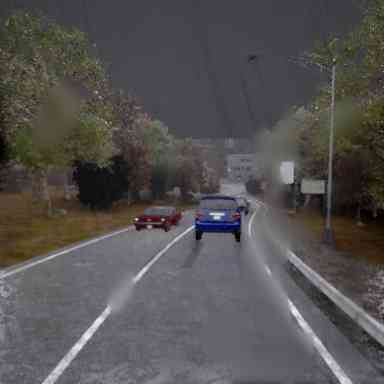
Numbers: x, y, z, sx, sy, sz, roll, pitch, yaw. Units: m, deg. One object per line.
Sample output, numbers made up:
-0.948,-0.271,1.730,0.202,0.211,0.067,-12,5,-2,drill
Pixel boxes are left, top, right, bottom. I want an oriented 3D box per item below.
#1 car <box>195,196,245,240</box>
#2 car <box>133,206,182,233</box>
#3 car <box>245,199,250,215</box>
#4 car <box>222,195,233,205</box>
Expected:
1.458,1.212,17.172,2.150,2.045,5.566,1,0,8,car
-1.914,1.535,19.690,1.895,1.301,4.718,1,0,9,car
4.938,1.355,34.873,2.097,1.767,4.553,1,0,13,car
6.538,1.416,61.004,1.882,1.535,5.008,1,0,9,car
